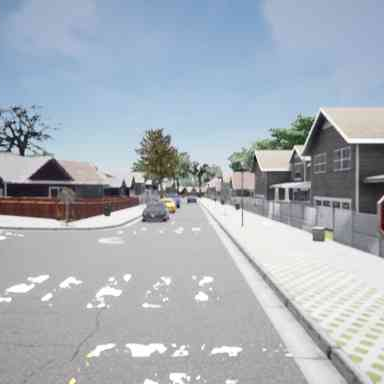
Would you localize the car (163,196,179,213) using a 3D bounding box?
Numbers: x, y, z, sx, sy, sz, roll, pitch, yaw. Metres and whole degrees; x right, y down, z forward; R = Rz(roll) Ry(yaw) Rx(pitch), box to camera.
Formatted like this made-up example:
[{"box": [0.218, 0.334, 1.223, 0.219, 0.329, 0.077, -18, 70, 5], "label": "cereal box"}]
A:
[{"box": [-2.853, 1.501, 37.116, 1.882, 1.535, 5.008, 0, 0, 0], "label": "car"}]

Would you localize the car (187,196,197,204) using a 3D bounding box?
[{"box": [-0.018, 1.586, 68.276, 1.882, 1.535, 5.008, 0, 0, 0], "label": "car"}]

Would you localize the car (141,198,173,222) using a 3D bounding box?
[{"box": [-2.849, 1.512, 26.662, 1.837, 1.490, 4.892, 0, 0, 0], "label": "car"}]

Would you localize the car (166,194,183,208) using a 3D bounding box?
[{"box": [-2.844, 1.265, 47.699, 2.150, 2.045, 5.566, 0, 0, 0], "label": "car"}]

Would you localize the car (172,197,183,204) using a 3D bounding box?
[{"box": [-2.768, 1.600, 62.726, 1.895, 1.301, 4.718, 0, 0, 0], "label": "car"}]
